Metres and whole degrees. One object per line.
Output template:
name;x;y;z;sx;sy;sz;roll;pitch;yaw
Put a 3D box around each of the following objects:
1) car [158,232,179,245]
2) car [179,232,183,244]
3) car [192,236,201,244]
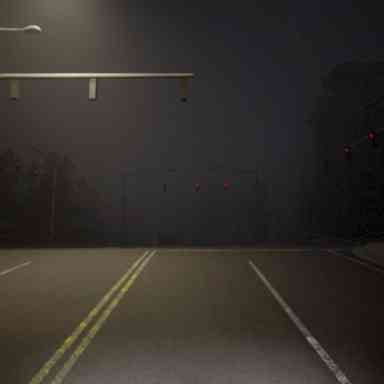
car;-3.031;5.645;40.739;1.882;1.535;5.008;0;-8;1
car;-2.728;7.925;57.581;2.150;2.045;5.566;0;-9;1
car;0.935;9.532;66.441;2.128;1.511;4.902;0;-9;1
